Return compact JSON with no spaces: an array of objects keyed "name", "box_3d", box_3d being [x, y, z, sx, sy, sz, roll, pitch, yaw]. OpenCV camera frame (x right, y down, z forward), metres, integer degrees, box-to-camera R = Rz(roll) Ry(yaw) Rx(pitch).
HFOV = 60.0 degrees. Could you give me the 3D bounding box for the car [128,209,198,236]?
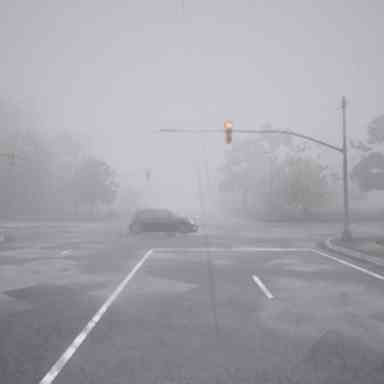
[{"name":"car","box_3d":[-1.886,1.944,22.294,4.553,1.767,2.097,0,-3,3]}]
